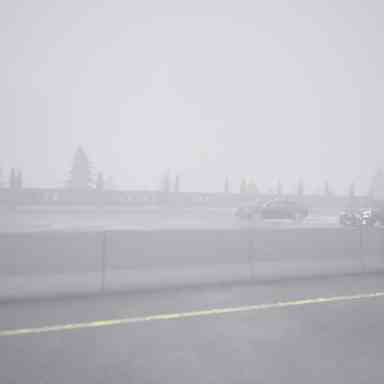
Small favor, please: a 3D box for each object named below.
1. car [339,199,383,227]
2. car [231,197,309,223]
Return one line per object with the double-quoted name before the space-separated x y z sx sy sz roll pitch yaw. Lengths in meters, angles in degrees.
"car" 10.647 1.165 18.749 4.553 1.767 2.097 1 2 -20
"car" 4.797 1.059 20.393 4.902 1.511 2.128 1 2 -19
